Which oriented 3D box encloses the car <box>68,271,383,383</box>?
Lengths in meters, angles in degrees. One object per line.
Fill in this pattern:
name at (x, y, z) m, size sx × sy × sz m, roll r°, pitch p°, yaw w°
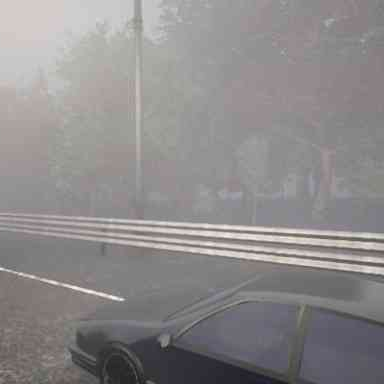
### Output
car at (1.117, 1.554, 3.195) m, size 5.357 × 1.411 × 2.033 m, roll -1°, pitch 0°, yaw 35°
